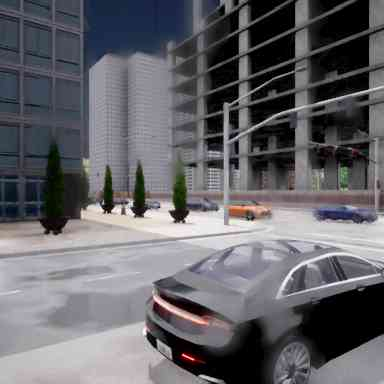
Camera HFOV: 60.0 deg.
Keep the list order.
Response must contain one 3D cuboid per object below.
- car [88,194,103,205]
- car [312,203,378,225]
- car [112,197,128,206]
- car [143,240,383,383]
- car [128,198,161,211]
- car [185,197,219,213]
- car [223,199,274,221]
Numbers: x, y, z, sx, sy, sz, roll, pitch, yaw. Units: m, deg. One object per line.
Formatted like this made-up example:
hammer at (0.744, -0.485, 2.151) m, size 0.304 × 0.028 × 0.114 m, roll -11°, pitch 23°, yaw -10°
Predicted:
car at (-17.638, 1.298, 58.879) m, size 2.150 × 2.045 × 5.566 m, roll 0°, pitch 0°, yaw -36°
car at (11.294, 1.563, 24.871) m, size 1.812 × 1.442 × 4.674 m, roll 0°, pitch -1°, yaw -36°
car at (-12.550, 1.620, 57.769) m, size 1.994 × 1.385 × 4.181 m, roll 0°, pitch 0°, yaw -35°
car at (1.662, 1.492, 5.040) m, size 4.902 × 1.511 × 2.128 m, roll 0°, pitch 0°, yaw -36°
car at (-5.719, 1.546, 42.321) m, size 2.128 × 1.511 × 4.902 m, roll 0°, pitch 0°, yaw -36°
car at (1.155, 1.407, 38.819) m, size 2.097 × 1.767 × 4.553 m, roll 0°, pitch 0°, yaw -36°
car at (4.626, 1.408, 27.652) m, size 2.097 × 1.767 × 4.553 m, roll 0°, pitch 0°, yaw -32°
